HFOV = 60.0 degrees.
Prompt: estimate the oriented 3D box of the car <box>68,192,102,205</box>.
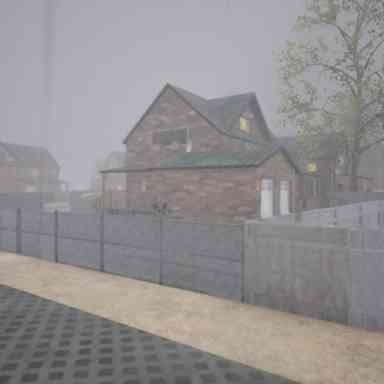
[{"bbox_3d":[-11.668,0.826,37.836,1.882,1.535,5.008,1,2,35],"label":"car"}]
